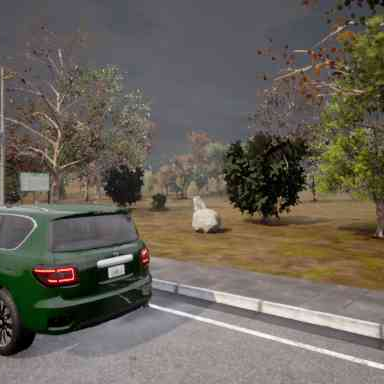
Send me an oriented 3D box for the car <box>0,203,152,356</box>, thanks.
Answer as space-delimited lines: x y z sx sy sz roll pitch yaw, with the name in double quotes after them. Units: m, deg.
-3.265 1.221 6.299 5.566 2.045 2.150 0 0 35 "car"
